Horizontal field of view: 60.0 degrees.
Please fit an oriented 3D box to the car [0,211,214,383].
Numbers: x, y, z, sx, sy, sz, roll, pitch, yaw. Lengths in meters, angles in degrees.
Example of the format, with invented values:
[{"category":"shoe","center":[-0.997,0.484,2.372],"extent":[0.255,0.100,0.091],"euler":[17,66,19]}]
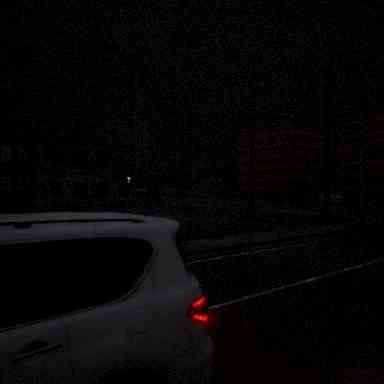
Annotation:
[{"category":"car","center":[-2.395,1.222,2.293],"extent":[5.566,2.045,2.150],"euler":[0,0,-36]}]
